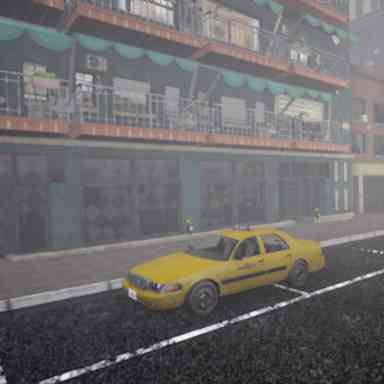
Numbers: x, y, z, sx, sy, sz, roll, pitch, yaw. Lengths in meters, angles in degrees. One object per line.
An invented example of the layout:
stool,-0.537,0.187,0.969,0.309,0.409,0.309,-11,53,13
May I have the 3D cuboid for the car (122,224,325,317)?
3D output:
car,0.914,1.417,7.223,4.829,1.417,1.752,-2,0,-35
